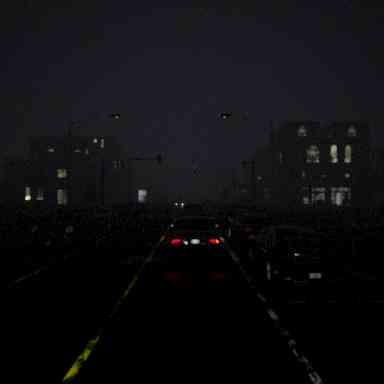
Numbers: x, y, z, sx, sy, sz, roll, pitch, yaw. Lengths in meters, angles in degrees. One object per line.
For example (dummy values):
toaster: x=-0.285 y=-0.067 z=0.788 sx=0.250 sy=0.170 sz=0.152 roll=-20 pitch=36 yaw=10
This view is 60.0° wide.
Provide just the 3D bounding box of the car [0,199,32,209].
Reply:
car: x=-25.438 y=1.706 z=47.320 sx=4.829 sy=1.417 sz=1.752 roll=0 pitch=-1 yaw=1

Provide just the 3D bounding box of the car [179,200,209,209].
car: x=0.107 y=1.624 z=26.287 sx=1.882 sy=1.535 sz=5.008 roll=0 pitch=0 yaw=0

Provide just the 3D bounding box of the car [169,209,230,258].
car: x=0.104 y=1.620 z=13.009 sx=2.033 sy=1.411 sz=5.357 roll=0 pitch=0 yaw=0

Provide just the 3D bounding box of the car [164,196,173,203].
car: x=-5.665 y=1.892 z=81.013 sx=1.967 sy=1.590 sz=4.097 roll=0 pitch=0 yaw=0

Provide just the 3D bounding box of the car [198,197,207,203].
car: x=2.716 y=2.034 z=86.519 sx=2.008 sy=1.369 sz=4.403 roll=0 pitch=0 yaw=0

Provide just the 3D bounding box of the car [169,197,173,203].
car: x=-5.668 y=1.940 z=69.969 sx=2.008 sy=1.369 sz=4.403 roll=0 pitch=0 yaw=0

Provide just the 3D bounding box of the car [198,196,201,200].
car: x=2.712 y=1.971 z=69.952 sx=1.802 sy=1.307 sz=4.206 roll=0 pitch=0 yaw=0

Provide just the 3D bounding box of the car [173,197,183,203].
car: x=-2.979 y=1.968 z=79.529 sx=1.812 sy=1.442 sz=4.674 roll=0 pitch=0 yaw=0

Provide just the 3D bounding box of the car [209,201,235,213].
car: x=2.701 y=1.698 z=26.521 sx=2.008 sy=1.369 sz=4.403 roll=0 pitch=0 yaw=0

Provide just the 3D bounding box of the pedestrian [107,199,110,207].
pedestrian: x=-12.539 y=1.688 z=50.060 sx=0.375 sy=1.300 sz=0.375 roll=0 pitch=-1 yaw=1

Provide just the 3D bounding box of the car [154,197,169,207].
car: x=-5.671 y=1.909 z=58.925 sx=1.802 sy=1.307 sz=4.206 roll=0 pitch=0 yaw=0

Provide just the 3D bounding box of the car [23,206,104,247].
car: x=-5.681 y=1.525 z=15.156 sx=1.967 sy=1.590 sz=4.097 roll=0 pitch=0 yaw=0

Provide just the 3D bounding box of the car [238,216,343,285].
car: x=2.697 y=1.604 z=9.445 sx=2.008 sy=1.369 sz=4.403 roll=0 pitch=0 yaw=0

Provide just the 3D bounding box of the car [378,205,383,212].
car: x=23.656 y=1.890 z=38.134 sx=4.206 sy=1.307 sz=1.802 roll=0 pitch=-1 yaw=1

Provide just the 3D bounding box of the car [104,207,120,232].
car: x=-5.681 y=1.667 z=20.848 sx=2.008 sy=1.369 sz=4.403 roll=0 pitch=0 yaw=0

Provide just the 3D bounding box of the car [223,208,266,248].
car: x=2.698 y=1.629 z=15.137 sx=1.887 sy=1.381 sz=4.507 roll=0 pitch=0 yaw=0

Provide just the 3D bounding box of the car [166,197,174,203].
car: x=-5.664 y=2.008 z=86.365 sx=1.752 sy=1.417 sz=4.829 roll=0 pitch=0 yaw=0

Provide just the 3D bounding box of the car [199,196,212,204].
car: x=2.709 y=1.893 z=58.910 sx=1.947 sy=1.339 sz=4.313 roll=0 pitch=0 yaw=0
